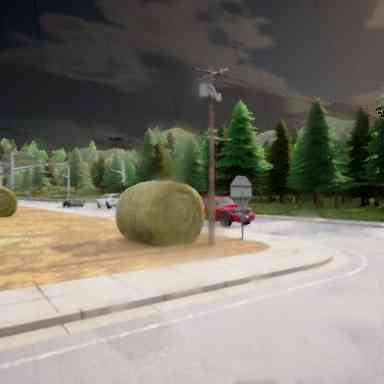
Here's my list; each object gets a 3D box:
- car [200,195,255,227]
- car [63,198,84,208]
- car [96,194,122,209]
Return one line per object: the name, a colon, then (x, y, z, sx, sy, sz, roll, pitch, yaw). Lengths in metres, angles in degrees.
car: (1.866, 1.254, 23.527, 2.150, 2.045, 5.566, 0, 0, -38)
car: (-16.919, 1.597, 47.430, 1.994, 1.385, 4.181, 0, 0, -38)
car: (-11.340, 1.255, 46.112, 2.150, 2.045, 5.566, 0, 0, -38)
